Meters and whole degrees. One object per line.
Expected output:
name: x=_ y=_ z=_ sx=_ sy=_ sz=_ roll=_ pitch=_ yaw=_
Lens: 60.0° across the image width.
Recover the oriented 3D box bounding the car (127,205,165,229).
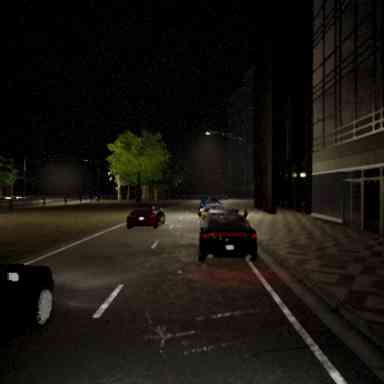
car: x=-2.935 y=1.562 z=21.847 sx=1.994 sy=1.385 sz=4.181 roll=0 pitch=0 yaw=2

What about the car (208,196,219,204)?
car: x=4.283 y=1.545 z=66.609 sx=1.837 sy=1.490 sz=4.892 roll=0 pitch=0 yaw=8

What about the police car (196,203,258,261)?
police car: x=1.174 y=1.423 z=12.379 sx=1.930 sy=1.638 sz=5.238 roll=0 pitch=0 yaw=1

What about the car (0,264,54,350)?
car: x=-3.360 y=1.477 z=3.874 sx=1.882 sy=1.535 sz=5.008 roll=0 pitch=0 yaw=0

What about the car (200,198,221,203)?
car: x=1.501 y=1.455 z=22.328 sx=1.801 sy=1.575 sz=5.366 roll=0 pitch=0 yaw=2
